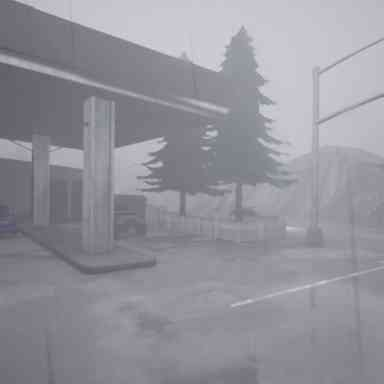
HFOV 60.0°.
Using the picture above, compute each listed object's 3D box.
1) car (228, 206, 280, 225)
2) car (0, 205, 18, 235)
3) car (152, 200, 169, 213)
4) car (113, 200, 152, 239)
[{"bbox_3d":[4.614,1.793,25.072,1.994,1.385,4.181,1,0,-35],"label":"car"},{"bbox_3d":[-11.262,1.528,18.753,2.242,1.667,4.611,1,0,-36],"label":"car"},{"bbox_3d":[-4.446,1.652,38.074,1.812,1.442,4.674,1,0,-35],"label":"car"},{"bbox_3d":[-4.132,1.442,18.514,1.905,1.878,3.866,1,0,-36],"label":"car"}]
